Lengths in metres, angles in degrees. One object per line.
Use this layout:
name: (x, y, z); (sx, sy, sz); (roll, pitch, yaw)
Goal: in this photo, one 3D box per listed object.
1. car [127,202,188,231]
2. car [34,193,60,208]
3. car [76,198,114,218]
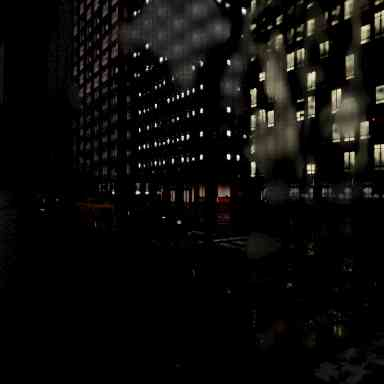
car: (-2.148, 1.344, 19.821); (2.128, 1.511, 4.902); (0, 0, -37)
car: (-17.966, 0.981, 41.160); (2.097, 1.767, 4.553); (0, 0, -36)
car: (-8.214, 1.248, 27.986); (1.882, 1.535, 5.008); (0, 0, -36)
